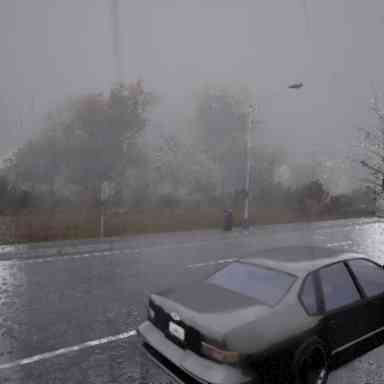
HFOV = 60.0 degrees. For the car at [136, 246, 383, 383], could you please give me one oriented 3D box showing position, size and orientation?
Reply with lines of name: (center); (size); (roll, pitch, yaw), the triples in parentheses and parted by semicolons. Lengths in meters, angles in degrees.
car: (1.879, 1.578, 5.092); (5.357, 1.411, 2.033); (0, 0, -35)
